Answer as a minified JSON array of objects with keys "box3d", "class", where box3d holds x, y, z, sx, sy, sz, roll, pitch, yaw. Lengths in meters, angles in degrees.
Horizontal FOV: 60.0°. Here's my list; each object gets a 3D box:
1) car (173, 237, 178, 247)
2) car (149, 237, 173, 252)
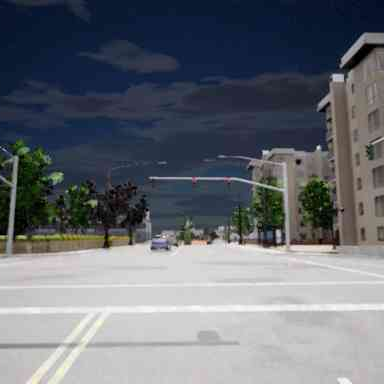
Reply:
[{"box3d":[-3.353,8.084,54.217,2.097,1.767,4.553,0,-8,1],"class":"car"},{"box3d":[-3.451,5.803,36.840,1.812,1.442,4.674,0,-8,0],"class":"car"}]
